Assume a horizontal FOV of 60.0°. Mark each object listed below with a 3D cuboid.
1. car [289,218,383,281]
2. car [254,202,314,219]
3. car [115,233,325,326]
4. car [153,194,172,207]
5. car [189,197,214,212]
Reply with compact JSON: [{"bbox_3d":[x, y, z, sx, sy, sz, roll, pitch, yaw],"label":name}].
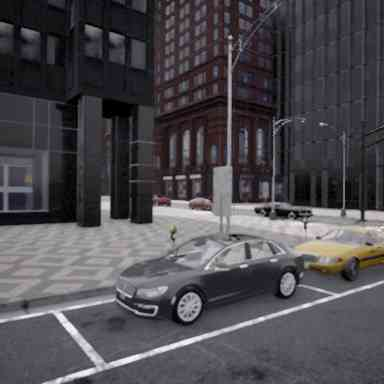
[{"bbox_3d":[4.920,1.634,10.174,4.829,1.417,1.752,1,0,-36],"label":"car"},{"bbox_3d":[7.322,1.531,26.760,1.895,1.301,4.718,1,1,-36],"label":"car"},{"bbox_3d":[0.575,1.601,7.064,4.403,1.369,2.008,1,0,-36],"label":"car"},{"bbox_3d":[-4.508,1.040,43.130,1.882,1.535,5.008,1,1,-36],"label":"car"},{"bbox_3d":[1.442,1.270,34.888,1.812,1.442,4.674,1,1,-36],"label":"car"}]
